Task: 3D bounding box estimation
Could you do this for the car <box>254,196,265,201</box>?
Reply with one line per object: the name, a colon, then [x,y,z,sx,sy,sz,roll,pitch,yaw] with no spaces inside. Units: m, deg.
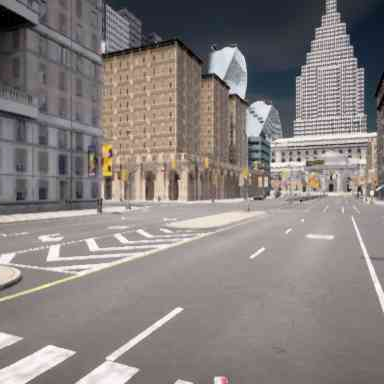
car: [16.953,1.556,84.001,1.895,1.301,4.718,0,0,24]
